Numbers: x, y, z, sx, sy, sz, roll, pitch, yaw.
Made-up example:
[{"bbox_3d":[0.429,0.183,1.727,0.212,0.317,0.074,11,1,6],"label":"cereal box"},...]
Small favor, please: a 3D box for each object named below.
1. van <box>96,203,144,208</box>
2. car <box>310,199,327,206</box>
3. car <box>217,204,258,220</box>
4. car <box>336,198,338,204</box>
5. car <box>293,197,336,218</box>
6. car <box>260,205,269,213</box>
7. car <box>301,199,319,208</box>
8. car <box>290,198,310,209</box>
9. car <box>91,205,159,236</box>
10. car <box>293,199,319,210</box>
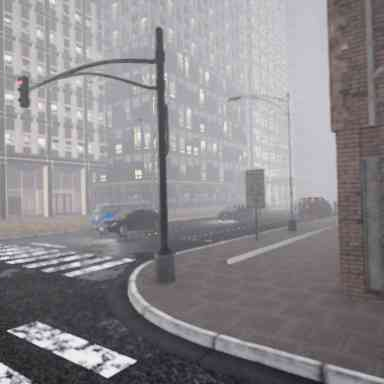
[{"bbox_3d":[-4.948,1.660,22.727,1.690,1.788,3.998,-2,-1,36],"label":"van"},{"bbox_3d":[24.153,1.975,63.335,2.008,1.369,4.403,-2,-2,36],"label":"car"},{"bbox_3d":[4.043,1.824,30.815,1.994,1.385,4.181,-2,-1,36],"label":"car"},{"bbox_3d":[33.851,2.017,76.871,2.008,1.369,4.403,-2,-2,36],"label":"car"},{"bbox_3d":[11.560,1.404,31.389,2.192,1.841,5.009,-2,-1,36],"label":"car"},{"bbox_3d":[7.889,1.888,40.635,1.752,1.417,4.829,-2,-1,36],"label":"car"},{"bbox_3d":[20.820,1.936,58.684,1.752,1.417,4.829,-2,-2,36],"label":"car"},{"bbox_3d":[17.684,1.839,54.312,1.967,1.590,4.097,-2,-2,36],"label":"car"},{"bbox_3d":[-3.615,1.761,20.131,1.812,1.442,4.674,-2,-1,36],"label":"car"},{"bbox_3d":[16.595,1.849,48.166,2.033,1.411,5.357,-2,-1,36],"label":"car"}]
